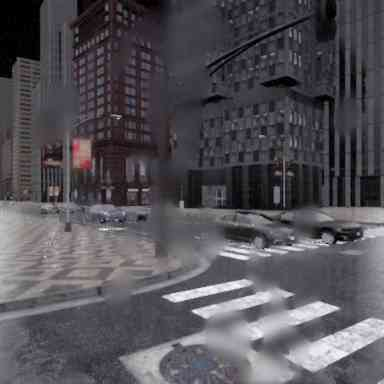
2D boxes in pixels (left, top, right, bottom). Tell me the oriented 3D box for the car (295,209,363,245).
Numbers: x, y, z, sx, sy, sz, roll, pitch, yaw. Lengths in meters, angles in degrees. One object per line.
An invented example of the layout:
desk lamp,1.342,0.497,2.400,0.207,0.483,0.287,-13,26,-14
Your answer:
car,5.862,1.636,16.662,1.882,1.535,5.008,0,-1,-36

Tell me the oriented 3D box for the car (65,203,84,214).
car,-17.171,2.418,48.875,1.837,1.490,4.892,0,-2,-35

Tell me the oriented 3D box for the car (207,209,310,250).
car,2.685,1.690,15.519,1.837,1.490,4.892,0,-1,-36

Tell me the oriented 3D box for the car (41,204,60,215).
car,-20.445,2.464,47.878,1.812,1.442,4.674,0,-1,-35

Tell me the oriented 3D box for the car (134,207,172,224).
car,-3.531,2.026,29.748,1.994,1.385,4.181,0,-1,-36

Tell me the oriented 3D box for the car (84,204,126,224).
car,-7.655,1.869,29.919,2.097,1.767,4.553,0,-1,-36
